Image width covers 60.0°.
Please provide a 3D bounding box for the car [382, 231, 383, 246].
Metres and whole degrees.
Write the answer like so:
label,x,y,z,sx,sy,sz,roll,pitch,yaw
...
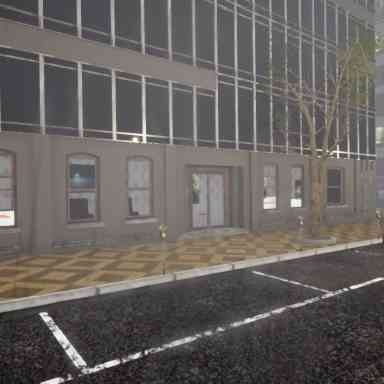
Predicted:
label,x,y,z,sx,sy,sz,roll,pitch,yaw
car,9.365,1.436,13.280,4.097,1.590,1.967,0,-1,-36
